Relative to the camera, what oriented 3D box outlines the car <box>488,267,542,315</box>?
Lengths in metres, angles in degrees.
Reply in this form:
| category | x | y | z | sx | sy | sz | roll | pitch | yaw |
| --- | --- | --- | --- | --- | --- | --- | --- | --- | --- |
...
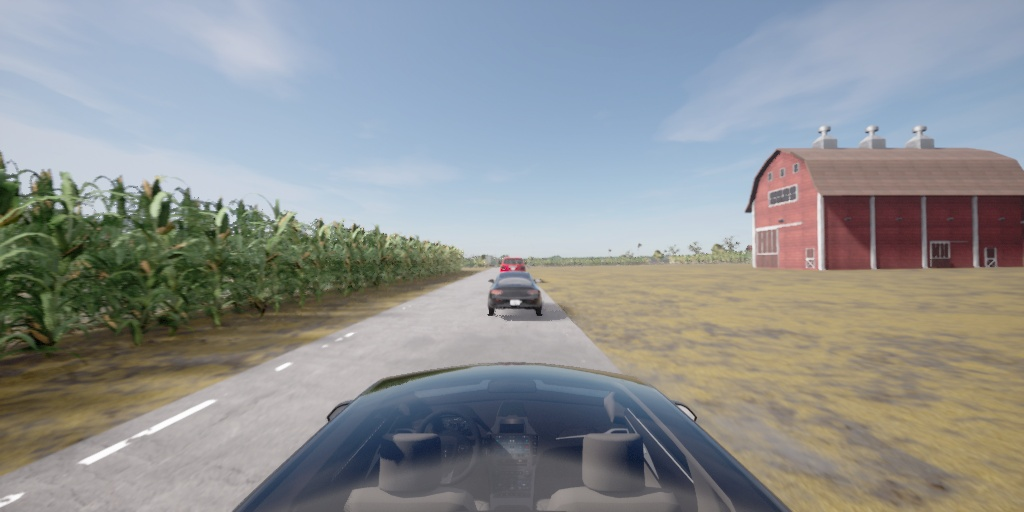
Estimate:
| category | x | y | z | sx | sy | sz | roll | pitch | yaw |
| --- | --- | --- | --- | --- | --- | --- | --- | --- | --- |
| car | 0.096 | 1.295 | 13.512 | 1.812 | 1.442 | 4.674 | 0 | 0 | 0 |

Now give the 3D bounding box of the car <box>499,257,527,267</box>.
| category | x | y | z | sx | sy | sz | roll | pitch | yaw |
| --- | --- | --- | --- | --- | --- | --- | --- | --- | --- |
| car | 0.090 | 1.124 | 30.956 | 2.150 | 2.045 | 5.566 | 0 | -1 | 0 |
